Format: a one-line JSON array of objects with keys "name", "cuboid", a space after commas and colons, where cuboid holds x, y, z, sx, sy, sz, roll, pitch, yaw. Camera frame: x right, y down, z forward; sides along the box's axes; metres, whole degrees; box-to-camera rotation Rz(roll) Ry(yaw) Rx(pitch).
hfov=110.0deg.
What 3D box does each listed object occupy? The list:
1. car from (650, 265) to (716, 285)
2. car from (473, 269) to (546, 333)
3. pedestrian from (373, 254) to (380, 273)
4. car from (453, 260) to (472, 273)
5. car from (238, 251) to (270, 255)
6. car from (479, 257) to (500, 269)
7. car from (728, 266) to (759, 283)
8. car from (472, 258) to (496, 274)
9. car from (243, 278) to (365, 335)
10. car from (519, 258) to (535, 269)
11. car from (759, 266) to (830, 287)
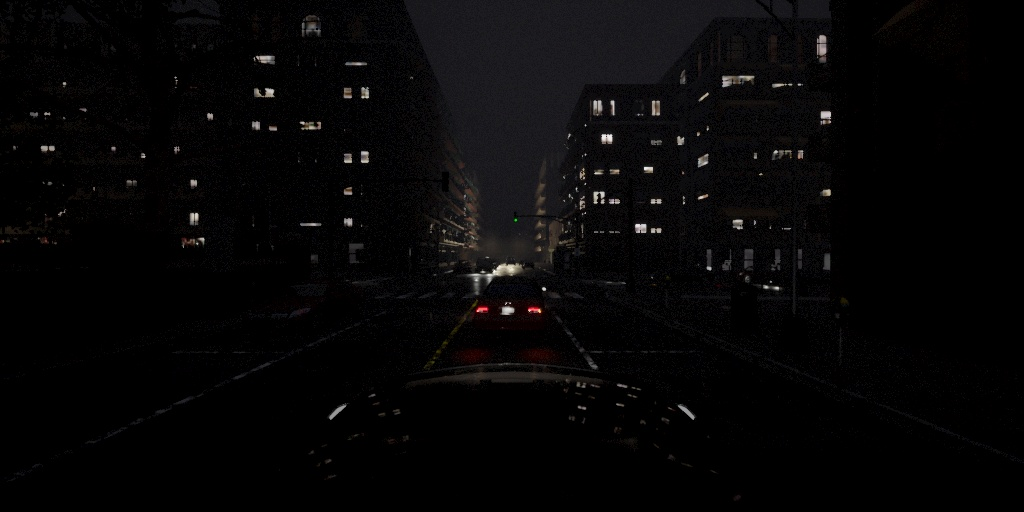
[{"name": "car", "cuboid": [13.675, 1.501, 28.736, 4.902, 1.511, 2.128, 1, 0, -1]}, {"name": "car", "cuboid": [0.049, 1.297, 10.781, 2.033, 1.411, 5.357, 0, 0, 3]}, {"name": "pedestrian", "cuboid": [-12.824, 0.652, 33.854, 0.375, 1.860, 0.375, 0, -1, -1]}, {"name": "car", "cuboid": [-5.833, 1.188, 42.886, 1.967, 1.591, 4.097, 0, 0, 0]}, {"name": "car", "cuboid": [-17.618, 0.694, 25.043, 5.566, 2.045, 2.150, 1, 0, -1]}, {"name": "car", "cuboid": [-3.273, 1.100, 52.108, 2.097, 1.767, 4.553, 0, 0, 0]}, {"name": "car", "cuboid": [21.277, 1.570, 31.419, 4.097, 1.591, 1.967, 0, 0, -1]}, {"name": "car", "cuboid": [-3.244, 1.274, 42.218, 1.812, 1.442, 4.674, 0, 0, 0]}, {"name": "car", "cuboid": [-5.717, 1.331, 10.475, 1.802, 1.307, 4.207, 0, 0, 0]}, {"name": "car", "cuboid": [2.507, 1.299, 54.188, 2.007, 1.370, 4.403, 0, 0, 0]}, {"name": "car", "cuboid": [23.484, 1.731, 28.896, 5.357, 1.411, 2.033, 1, 0, -1]}]
